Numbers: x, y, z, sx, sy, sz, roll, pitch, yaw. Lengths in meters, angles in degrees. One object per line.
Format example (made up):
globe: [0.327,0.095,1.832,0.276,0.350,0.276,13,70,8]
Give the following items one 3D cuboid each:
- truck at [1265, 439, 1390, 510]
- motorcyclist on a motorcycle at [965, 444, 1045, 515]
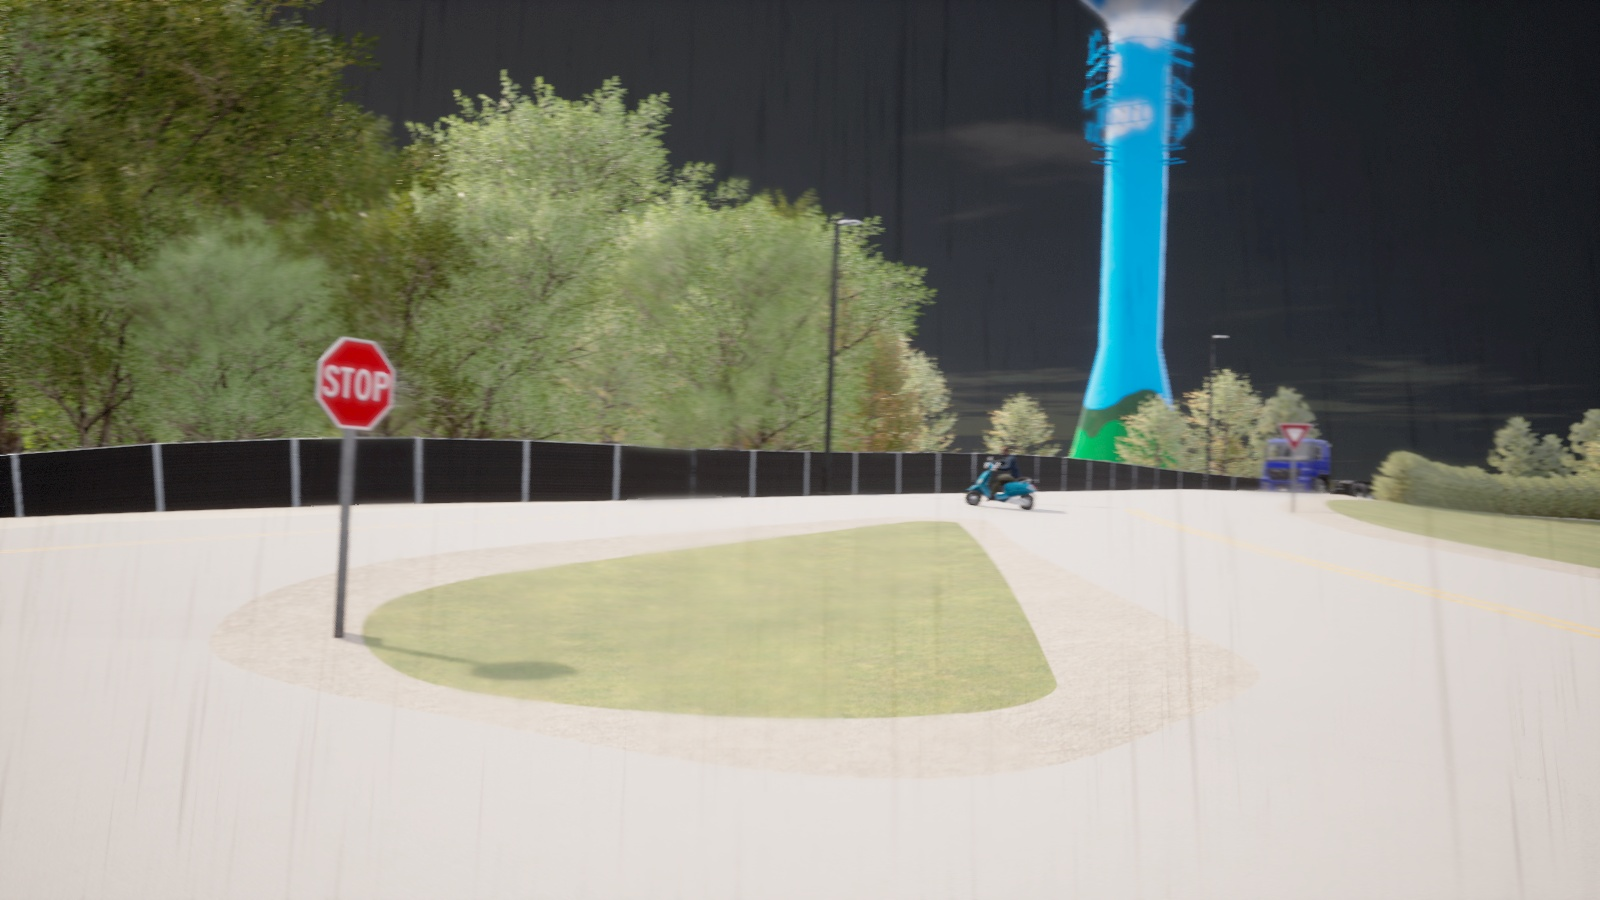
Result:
truck: [30.214,1.438,71.773,7.936,3.462,2.891,6,-3,-37]
motorcyclist on a motorcycle: [5.162,0.719,31.590,1.817,1.590,0.866,5,4,12]
